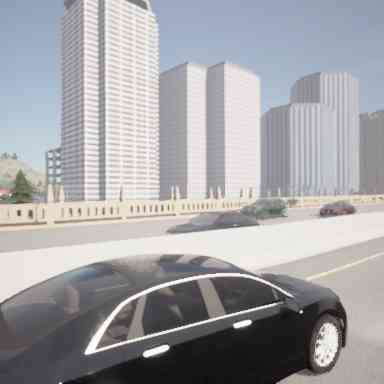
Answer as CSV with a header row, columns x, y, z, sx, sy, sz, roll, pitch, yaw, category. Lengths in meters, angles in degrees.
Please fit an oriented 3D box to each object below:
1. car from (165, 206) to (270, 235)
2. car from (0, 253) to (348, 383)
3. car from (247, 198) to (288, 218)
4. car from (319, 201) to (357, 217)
x,y,z,sx,sy,sz,roll,pitch,yaw,category
1.011,1.535,14.049,4.674,1.442,1.812,0,0,-41,car
-0.059,1.510,3.940,4.892,1.490,1.837,0,0,-37,car
6.154,1.348,28.247,4.553,1.767,2.097,0,0,-43,car
13.226,1.526,30.049,4.181,1.385,1.994,0,0,-43,car
